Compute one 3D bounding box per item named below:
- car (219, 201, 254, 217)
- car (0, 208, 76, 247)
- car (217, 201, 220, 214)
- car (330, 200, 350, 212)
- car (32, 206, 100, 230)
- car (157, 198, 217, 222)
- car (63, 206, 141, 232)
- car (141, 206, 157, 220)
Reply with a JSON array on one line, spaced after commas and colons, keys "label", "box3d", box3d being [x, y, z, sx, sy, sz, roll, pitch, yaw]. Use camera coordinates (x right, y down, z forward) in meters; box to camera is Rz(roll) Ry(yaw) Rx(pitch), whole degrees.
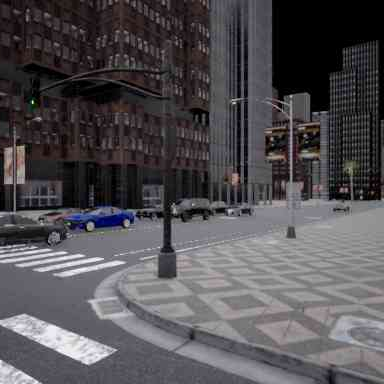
[{"label": "car", "box3d": [5.612, 2.026, 38.935, 2.128, 1.511, 4.902, 0, -1, 35]}, {"label": "car", "box3d": [-7.688, 1.638, 14.084, 1.837, 1.490, 4.892, 0, -1, 35]}, {"label": "car", "box3d": [2.542, 1.872, 40.226, 2.097, 1.767, 4.553, 0, -1, 35]}, {"label": "car", "box3d": [24.183, 2.430, 53.678, 2.033, 1.411, 5.357, 0, -1, 34]}, {"label": "car", "box3d": [-8.951, 1.794, 23.922, 1.994, 1.385, 4.181, 0, -1, 36]}, {"label": "car", "box3d": [-0.313, 1.606, 30.544, 2.150, 2.045, 5.566, 0, -1, 35]}, {"label": "car", "box3d": [-6.086, 1.717, 22.350, 1.882, 1.535, 5.008, 0, -1, 35]}, {"label": "car", "box3d": [-3.281, 1.974, 31.975, 1.895, 1.301, 4.718, 0, -1, 35]}]
